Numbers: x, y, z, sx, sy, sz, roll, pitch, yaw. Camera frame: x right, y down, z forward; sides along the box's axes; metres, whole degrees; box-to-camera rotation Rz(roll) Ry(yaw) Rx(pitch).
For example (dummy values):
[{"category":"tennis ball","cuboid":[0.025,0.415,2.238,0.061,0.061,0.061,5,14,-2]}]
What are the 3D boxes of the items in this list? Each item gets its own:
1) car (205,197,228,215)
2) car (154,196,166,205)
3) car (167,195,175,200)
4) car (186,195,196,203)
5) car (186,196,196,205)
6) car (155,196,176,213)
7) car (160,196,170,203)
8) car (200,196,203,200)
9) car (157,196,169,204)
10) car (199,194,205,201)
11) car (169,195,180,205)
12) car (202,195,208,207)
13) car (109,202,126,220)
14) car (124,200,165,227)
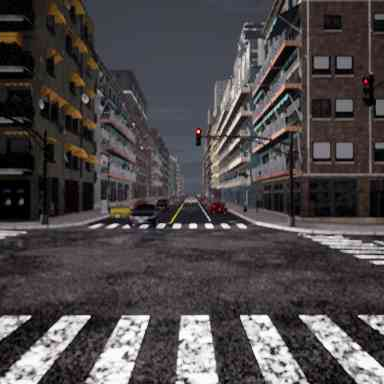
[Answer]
[{"category":"car","cuboid":[2.612,1.555,33.769,1.887,1.381,4.507,1,0,0]},{"category":"car","cuboid":[-5.839,1.548,61.210,1.752,1.417,4.829,1,0,0]},{"category":"car","cuboid":[-5.924,1.593,94.519,2.008,1.369,4.403,1,0,0]},{"category":"car","cuboid":[-0.178,1.483,70.030,2.128,1.511,4.902,0,0,0]},{"category":"car","cuboid":[-0.152,1.622,60.053,1.895,1.301,4.718,0,0,0]},{"category":"car","cuboid":[-3.194,1.517,37.670,1.837,1.490,4.892,0,0,0]},{"category":"car","cuboid":[-5.868,1.573,72.426,1.887,1.381,4.507,1,0,0]},{"category":"car","cuboid":[2.569,1.599,50.340,1.802,1.307,4.206,1,0,0]},{"category":"car","cuboid":[-5.854,1.576,66.903,2.008,1.369,4.403,1,0,0]},{"category":"car","cuboid":[2.791,1.385,82.082,2.097,1.767,4.553,0,0,0]},{"category":"car","cuboid":[-3.202,1.372,58.759,2.097,1.767,4.553,0,0,0]},{"category":"car","cuboid":[2.599,1.453,39.293,1.967,1.590,4.097,1,0,0]},{"category":"car","cuboid":[-5.754,1.534,28.069,1.752,1.417,4.829,1,0,0]},{"category":"car","cuboid":[-3.159,1.532,22.896,1.812,1.442,4.674,0,0,0]}]
